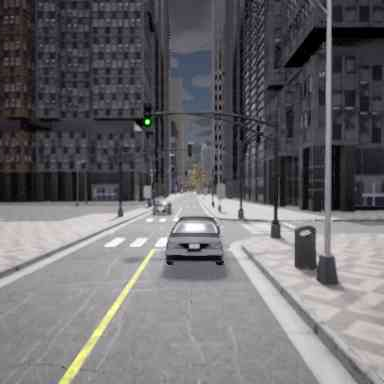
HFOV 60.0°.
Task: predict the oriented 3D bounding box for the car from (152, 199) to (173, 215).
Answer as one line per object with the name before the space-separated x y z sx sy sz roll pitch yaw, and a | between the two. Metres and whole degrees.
car | -3.073 1.548 35.259 2.128 1.511 4.902 0 0 0

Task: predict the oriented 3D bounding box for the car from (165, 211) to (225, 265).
car | 0.178 1.554 11.750 2.033 1.411 5.357 0 0 3
